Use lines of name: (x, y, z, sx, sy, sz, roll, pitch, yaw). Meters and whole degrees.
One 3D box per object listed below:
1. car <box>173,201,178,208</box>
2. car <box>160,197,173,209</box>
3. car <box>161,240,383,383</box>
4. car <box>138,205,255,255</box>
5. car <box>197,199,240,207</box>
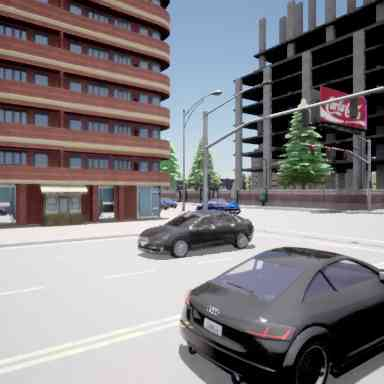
car: (-3.858, 1.478, 46.265, 1.882, 1.535, 5.008, 0, 1, -36)
car: (-4.677, 1.563, 41.425, 1.994, 1.385, 4.181, 0, 0, -36)
car: (1.880, 1.564, 5.103, 4.181, 1.385, 1.994, 0, 0, -35)
car: (0.282, 1.501, 12.799, 4.892, 1.490, 1.837, -1, 1, -36)
car: (2.522, 1.601, 31.443, 1.895, 1.301, 4.718, 0, 0, -35)
